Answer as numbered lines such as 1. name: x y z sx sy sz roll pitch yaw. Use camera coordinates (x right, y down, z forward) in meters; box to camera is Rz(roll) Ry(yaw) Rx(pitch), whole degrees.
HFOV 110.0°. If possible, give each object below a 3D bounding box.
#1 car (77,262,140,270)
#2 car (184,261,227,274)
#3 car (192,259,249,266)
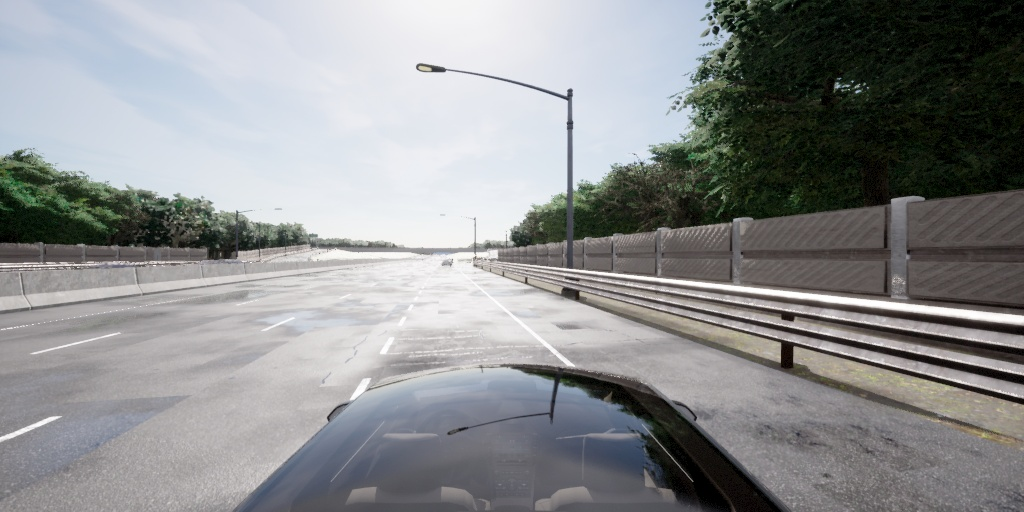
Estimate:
1. car: -38.225 1.318 34.049 2.033 1.411 5.357 0 0 -11
2. car: -36.289 1.309 42.604 1.812 1.442 4.674 0 0 -11
3. car: -27.531 1.121 34.047 2.097 1.767 4.553 0 0 -11
